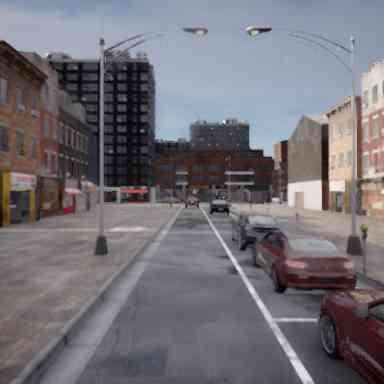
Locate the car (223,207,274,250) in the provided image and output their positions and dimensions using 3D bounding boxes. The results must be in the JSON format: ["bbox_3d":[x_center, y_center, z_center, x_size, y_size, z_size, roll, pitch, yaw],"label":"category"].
[{"bbox_3d":[2.644,1.560,13.998,2.008,1.369,4.403,0,0,0],"label":"car"}]

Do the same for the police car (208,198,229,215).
[{"bbox_3d":[2.751,1.464,34.421,1.930,1.638,5.238,0,0,0],"label":"police car"}]

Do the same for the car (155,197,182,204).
[{"bbox_3d":[-4.493,1.661,65.278,5.357,1.411,2.033,0,-1,14],"label":"car"}]

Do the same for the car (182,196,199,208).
[{"bbox_3d":[0.031,1.423,50.258,2.097,1.767,4.553,0,0,1],"label":"car"}]

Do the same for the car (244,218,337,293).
[{"bbox_3d":[2.643,1.587,8.561,1.802,1.307,4.206,0,0,0],"label":"car"}]

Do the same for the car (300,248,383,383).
[{"bbox_3d":[2.643,1.583,3.123,1.802,1.307,4.206,0,0,0],"label":"car"}]

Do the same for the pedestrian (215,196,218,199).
[{"bbox_3d":[2.751,1.338,37.437,0.375,1.860,0.375,0,-1,0],"label":"pedestrian"}]
